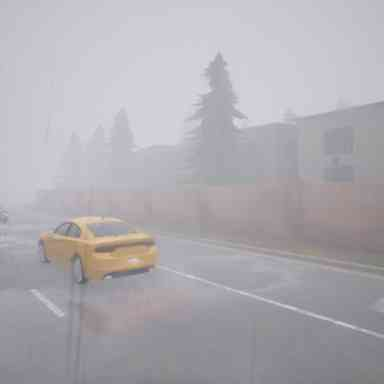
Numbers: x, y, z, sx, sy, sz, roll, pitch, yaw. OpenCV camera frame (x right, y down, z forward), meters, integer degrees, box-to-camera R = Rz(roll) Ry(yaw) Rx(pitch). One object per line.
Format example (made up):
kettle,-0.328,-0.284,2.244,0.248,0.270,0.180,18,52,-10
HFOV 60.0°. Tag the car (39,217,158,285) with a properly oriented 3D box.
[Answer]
car,-2.935,1.469,9.678,1.882,1.535,5.008,0,0,-39

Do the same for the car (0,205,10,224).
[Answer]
car,-14.649,1.570,24.082,2.033,1.411,5.357,0,0,-39
